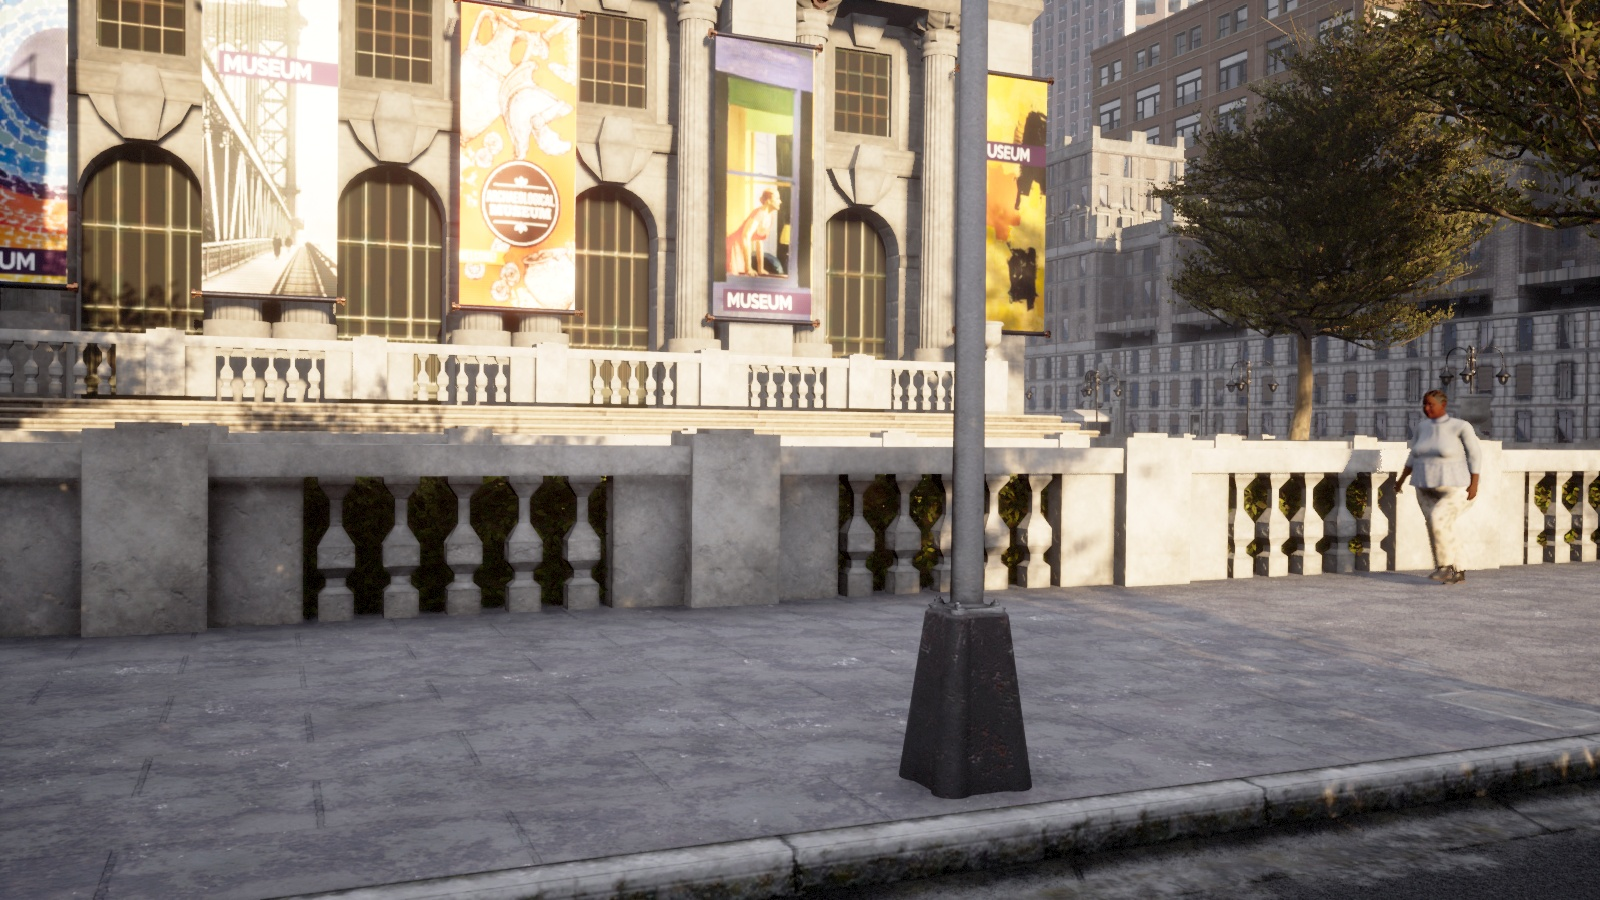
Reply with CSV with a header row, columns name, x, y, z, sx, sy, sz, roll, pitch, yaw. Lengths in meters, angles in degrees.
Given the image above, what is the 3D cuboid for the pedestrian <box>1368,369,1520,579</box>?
name,x,y,z,sx,sy,sz,roll,pitch,yaw
pedestrian,5.959,0.201,11.646,0.900,1.855,0.874,-1,1,-23
